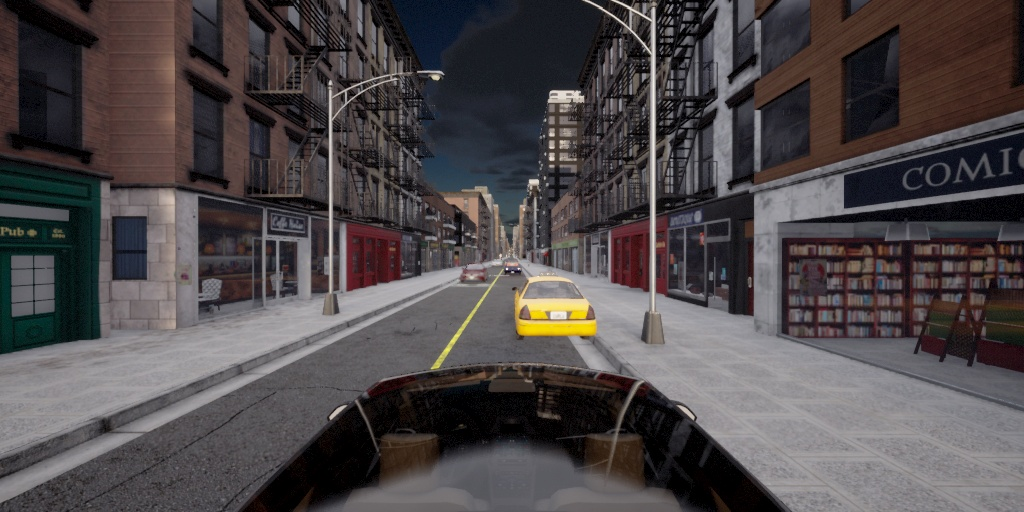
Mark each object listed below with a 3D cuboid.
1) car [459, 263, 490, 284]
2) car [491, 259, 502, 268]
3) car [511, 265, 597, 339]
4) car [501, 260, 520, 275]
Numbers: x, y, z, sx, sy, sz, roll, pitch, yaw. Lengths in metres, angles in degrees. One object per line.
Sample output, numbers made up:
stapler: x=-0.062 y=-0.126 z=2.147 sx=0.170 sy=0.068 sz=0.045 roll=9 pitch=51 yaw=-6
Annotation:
car: x=-2.840 y=1.284 z=27.681 sx=1.812 sy=1.442 sz=4.674 roll=0 pitch=0 yaw=0
car: x=-2.728 y=1.334 z=65.280 sx=1.812 sy=1.442 sz=4.674 roll=0 pitch=0 yaw=0
car: x=0.965 y=1.206 z=9.991 sx=1.801 sy=1.575 sz=5.366 roll=0 pitch=0 yaw=0
car: x=0.089 y=1.373 z=39.079 sx=1.895 sy=1.301 sz=4.718 roll=0 pitch=0 yaw=0
